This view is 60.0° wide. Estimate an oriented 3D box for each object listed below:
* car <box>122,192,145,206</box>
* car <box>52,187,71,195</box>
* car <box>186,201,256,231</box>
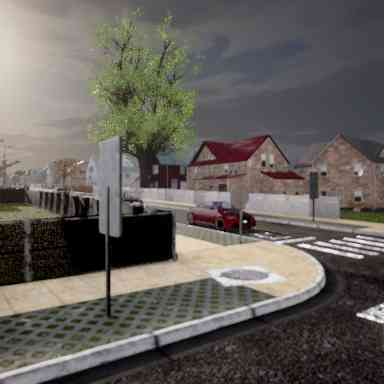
[{"bbox_3d":[-5.727,0.762,28.245,2.128,1.511,4.902,0,2,-35],"label":"car"},{"bbox_3d":[-18.153,0.128,46.182,1.837,1.490,4.892,0,1,-35],"label":"car"},{"bbox_3d":[1.476,1.215,17.938,1.994,1.385,4.181,0,2,-35],"label":"car"}]
